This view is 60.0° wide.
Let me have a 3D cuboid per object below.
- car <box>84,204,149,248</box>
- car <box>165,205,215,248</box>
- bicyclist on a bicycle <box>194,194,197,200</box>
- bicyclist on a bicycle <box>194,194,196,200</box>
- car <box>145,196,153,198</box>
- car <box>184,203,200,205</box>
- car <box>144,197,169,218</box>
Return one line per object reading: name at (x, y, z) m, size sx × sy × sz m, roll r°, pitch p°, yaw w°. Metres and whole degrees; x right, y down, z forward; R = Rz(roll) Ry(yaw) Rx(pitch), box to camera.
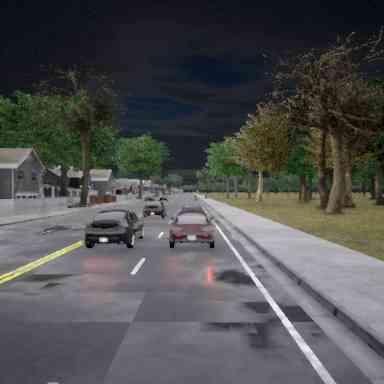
car at (-3.250, 1.514, 14.651) m, size 1.837 × 1.490 × 4.892 m, roll 0°, pitch 0°, yaw 0°
car at (0.000, 1.531, 14.651) m, size 1.812 × 1.442 × 4.674 m, roll 0°, pitch 0°, yaw 0°
bicyclist on a bicycle at (0.895, 1.437, 79.964) m, size 0.582 × 1.620 × 1.656 m, roll 0°, pitch 0°, yaw 0°
bicyclist on a bicycle at (0.895, 1.435, 88.964) m, size 0.582 × 1.620 × 1.656 m, roll 0°, pitch 0°, yaw 0°
car at (-9.750, 1.539, 75.927) m, size 1.895 × 1.301 × 4.718 m, roll 0°, pitch 0°, yaw 0°
car at (0.000, 1.612, 29.680) m, size 1.895 × 1.301 × 4.718 m, roll 0°, pitch 0°, yaw 0°
car at (-3.250, 1.512, 29.650) m, size 1.837 × 1.490 × 4.892 m, roll 0°, pitch 0°, yaw 0°
